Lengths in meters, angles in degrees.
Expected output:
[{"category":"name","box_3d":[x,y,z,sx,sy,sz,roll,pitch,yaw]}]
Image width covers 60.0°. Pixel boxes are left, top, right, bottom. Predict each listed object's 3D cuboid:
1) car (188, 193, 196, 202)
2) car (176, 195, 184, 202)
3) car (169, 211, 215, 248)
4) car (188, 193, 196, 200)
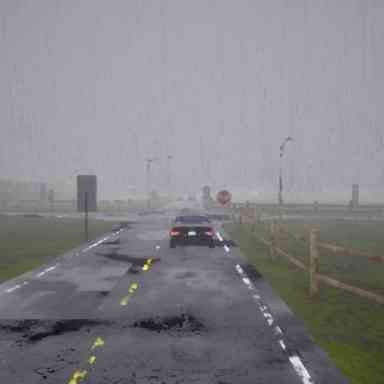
[{"category":"car","box_3d":[0.000,1.418,73.912,2.033,1.411,5.357,0,0,0]},{"category":"car","box_3d":[-2.749,1.526,78.304,2.033,1.411,5.357,0,0,0]},{"category":"car","box_3d":[0.000,1.562,14.650,2.033,1.411,5.357,0,0,0]},{"category":"car","box_3d":[0.000,1.177,87.632,2.097,1.767,4.553,0,0,0]}]
